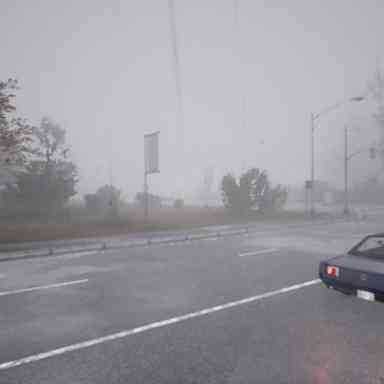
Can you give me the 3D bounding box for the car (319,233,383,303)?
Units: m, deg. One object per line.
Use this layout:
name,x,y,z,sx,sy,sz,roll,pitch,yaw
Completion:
car,4.929,1.545,7.257,4.718,1.301,1.895,-1,0,-36

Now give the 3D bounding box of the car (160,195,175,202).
car,-5.217,1.249,63.120,1.895,1.301,4.718,-1,1,-38

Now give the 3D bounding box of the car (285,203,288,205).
car,9.963,1.180,44.068,2.033,1.411,5.357,-1,1,-39
